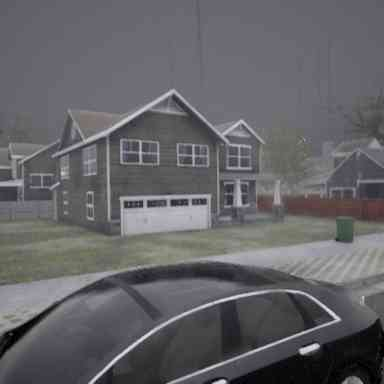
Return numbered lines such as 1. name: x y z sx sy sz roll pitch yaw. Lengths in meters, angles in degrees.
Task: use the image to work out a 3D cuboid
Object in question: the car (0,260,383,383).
1. car: -0.280 1.500 2.960 4.892 1.490 1.837 0 0 -31
